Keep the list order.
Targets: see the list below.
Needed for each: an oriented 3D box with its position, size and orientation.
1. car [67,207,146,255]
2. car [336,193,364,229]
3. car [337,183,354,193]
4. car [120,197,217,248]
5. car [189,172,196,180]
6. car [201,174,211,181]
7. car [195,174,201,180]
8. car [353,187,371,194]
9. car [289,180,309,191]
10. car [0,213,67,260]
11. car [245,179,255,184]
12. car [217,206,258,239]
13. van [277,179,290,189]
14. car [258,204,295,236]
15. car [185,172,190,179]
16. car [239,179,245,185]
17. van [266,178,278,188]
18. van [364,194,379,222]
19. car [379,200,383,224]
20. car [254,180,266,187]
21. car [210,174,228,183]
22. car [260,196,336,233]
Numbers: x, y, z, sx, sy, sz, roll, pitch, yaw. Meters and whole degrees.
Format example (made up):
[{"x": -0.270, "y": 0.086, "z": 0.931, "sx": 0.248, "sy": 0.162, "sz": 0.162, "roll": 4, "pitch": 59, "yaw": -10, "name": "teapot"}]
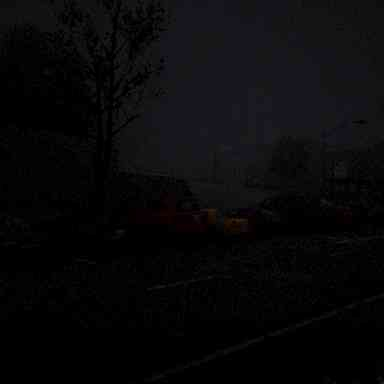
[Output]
[{"x": -4.470, "y": 1.526, "z": 13.346, "sx": 4.792, "sy": 1.488, "sz": 2.163, "roll": -1, "pitch": -1, "yaw": 35, "name": "car"}, {"x": 7.883, "y": 1.277, "z": 21.950, "sx": 5.566, "sy": 2.045, "sz": 2.435, "roll": -1, "pitch": -1, "yaw": 35, "name": "car"}, {"x": 26.194, "y": -0.397, "z": 56.250, "sx": 2.435, "sy": 2.045, "sz": 5.566, "roll": 7, "pitch": 3, "yaw": 35, "name": "car"}, {"x": -2.017, "y": 1.252, "z": 15.079, "sx": 5.566, "sy": 2.045, "sz": 2.435, "roll": -1, "pitch": -1, "yaw": 35, "name": "car"}, {"x": 2.031, "y": -4.056, "z": 90.804, "sx": 2.185, "sy": 1.767, "sz": 4.553, "roll": 4, "pitch": 1, "yaw": 34, "name": "car"}, {"x": 5.531, "y": -3.670, "z": 85.852, "sx": 2.435, "sy": 2.045, "sz": 5.566, "roll": 7, "pitch": 3, "yaw": 34, "name": "car"}, {"x": 3.749, "y": -3.821, "z": 88.326, "sx": 2.185, "sy": 1.767, "sz": 4.553, "roll": 6, "pitch": 3, "yaw": 34, "name": "car"}, {"x": 27.872, "y": 0.165, "z": 53.769, "sx": 2.002, "sy": 1.452, "sz": 4.674, "roll": 7, "pitch": 3, "yaw": 35, "name": "car"}, {"x": 21.018, "y": -0.963, "z": 63.660, "sx": 2.231, "sy": 1.521, "sz": 4.892, "roll": 7, "pitch": 3, "yaw": 35, "name": "car"}, {"x": -6.898, "y": 1.494, "z": 11.611, "sx": 4.892, "sy": 1.521, "sz": 2.231, "roll": -1, "pitch": -1, "yaw": 35, "name": "car"}, {"x": 14.171, "y": -2.014, "z": 73.578, "sx": 2.002, "sy": 1.452, "sz": 4.674, "roll": 7, "pitch": 4, "yaw": 35, "name": "car"}, {"x": 0.312, "y": 1.508, "z": 16.896, "sx": 5.366, "sy": 1.575, "sz": 1.946, "roll": -1, "pitch": -1, "yaw": 35, "name": "car"}, {"x": 19.270, "y": -1.462, "z": 66.031, "sx": 1.878, "sy": 1.987, "sz": 4.442, "roll": 7, "pitch": 4, "yaw": 35, "name": "van"}, {"x": 2.926, "y": 1.555, "z": 18.511, "sx": 4.674, "sy": 1.452, "sz": 2.002, "roll": -1, "pitch": -1, "yaw": 35, "name": "car"}, {"x": 0.270, "y": -4.333, "z": 93.160, "sx": 2.435, "sy": 2.045, "sz": 5.566, "roll": 1, "pitch": -1, "yaw": 35, "name": "car"}, {"x": 12.441, "y": -2.288, "z": 76.049, "sx": 2.002, "sy": 1.452, "sz": 4.674, "roll": 7, "pitch": 3, "yaw": 35, "name": "car"}, {"x": 17.553, "y": -1.735, "z": 68.511, "sx": 1.878, "sy": 1.987, "sz": 4.442, "roll": 7, "pitch": 4, "yaw": 35, "name": "van"}, {"x": 10.430, "y": 1.309, "z": 23.608, "sx": 4.442, "sy": 1.987, "sz": 1.878, "roll": -1, "pitch": -1, "yaw": 35, "name": "van"}, {"x": 12.847, "y": 1.417, "z": 25.347, "sx": 4.553, "sy": 1.767, "sz": 2.185, "roll": -1, "pitch": -1, "yaw": 36, "name": "car"}, {"x": 15.992, "y": -1.783, "z": 71.249, "sx": 1.946, "sy": 1.575, "sz": 5.366, "roll": 7, "pitch": 3, "yaw": 35, "name": "car"}, {"x": 7.371, "y": -3.147, "z": 83.583, "sx": 1.946, "sy": 1.575, "sz": 5.366, "roll": 7, "pitch": 3, "yaw": 34, "name": "car"}, {"x": 5.362, "y": 1.271, "z": 20.257, "sx": 5.566, "sy": 2.045, "sz": 2.435, "roll": -1, "pitch": -1, "yaw": 35, "name": "car"}]
